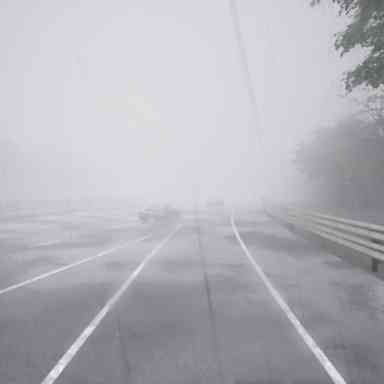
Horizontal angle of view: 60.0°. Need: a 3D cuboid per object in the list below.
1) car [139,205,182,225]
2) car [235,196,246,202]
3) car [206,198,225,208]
[{"bbox_3d":[-2.171,1.577,24.301,1.895,1.301,4.718,0,0,13],"label":"car"},{"bbox_3d":[10.705,1.545,73.162,1.895,1.301,4.718,0,0,16],"label":"car"},{"bbox_3d":[3.328,1.514,46.315,2.033,1.411,5.357,0,0,15],"label":"car"}]
